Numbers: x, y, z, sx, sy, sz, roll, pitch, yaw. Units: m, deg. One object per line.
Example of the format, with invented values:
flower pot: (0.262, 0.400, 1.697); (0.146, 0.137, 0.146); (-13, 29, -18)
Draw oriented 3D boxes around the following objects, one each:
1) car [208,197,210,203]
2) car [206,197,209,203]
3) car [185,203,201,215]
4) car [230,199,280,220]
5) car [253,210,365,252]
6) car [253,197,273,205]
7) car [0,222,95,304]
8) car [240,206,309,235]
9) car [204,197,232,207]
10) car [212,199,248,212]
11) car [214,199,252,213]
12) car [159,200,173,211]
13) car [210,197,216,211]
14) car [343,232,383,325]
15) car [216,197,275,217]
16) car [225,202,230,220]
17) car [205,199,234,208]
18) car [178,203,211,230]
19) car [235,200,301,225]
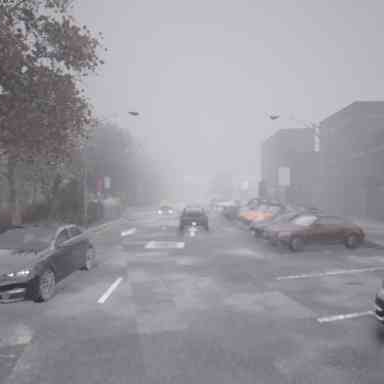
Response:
car: (5.527, 1.963, 53.513); (4.553, 1.767, 2.185); (1, -1, -20)
car: (5.496, 2.129, 56.514); (5.008, 1.535, 2.097); (1, -1, -20)
car: (0.187, 2.049, 41.603); (1.895, 1.301, 4.718); (0, -1, 0)
car: (5.388, 1.597, 23.492); (4.553, 1.767, 2.185); (1, 0, -20)
car: (5.324, 1.668, 14.478); (4.674, 1.452, 2.002); (1, 0, -20)
car: (18.546, 2.306, 87.518); (2.435, 2.045, 5.566); (0, 0, -21)
car: (-3.940, 1.575, 8.498); (2.128, 1.511, 4.902); (0, -1, 0)
car: (5.304, 1.687, 17.469); (4.792, 1.488, 2.163); (1, 0, -20)
car: (5.548, 2.081, 71.553); (5.566, 2.045, 2.435); (1, -1, -20)
car: (5.438, 1.883, 47.497); (4.553, 1.767, 2.185); (1, -1, -20)
car: (5.424, 1.844, 44.496); (4.553, 1.767, 2.185); (1, -1, -20)
car: (-3.981, 2.051, 51.284); (1.882, 1.535, 5.008); (0, -1, 0)
car: (5.404, 1.643, 38.484); (5.566, 2.045, 2.435); (1, 0, -20)
car: (5.314, 1.541, 5.478); (4.892, 1.521, 2.231); (1, 0, -20)
car: (5.372, 1.537, 29.467); (5.566, 2.045, 2.435); (1, 0, -20)
car: (5.365, 1.795, 26.486); (4.674, 1.452, 2.002); (1, -1, -20)
car: (5.346, 2.244, 65.458); (5.366, 1.575, 1.946); (1, -1, -20)
car: (0.136, 1.736, 23.020); (1.837, 1.490, 4.892); (0, -1, 0)
car: (5.375, 1.565, 20.491); (4.553, 1.767, 2.185); (1, 0, -20)
